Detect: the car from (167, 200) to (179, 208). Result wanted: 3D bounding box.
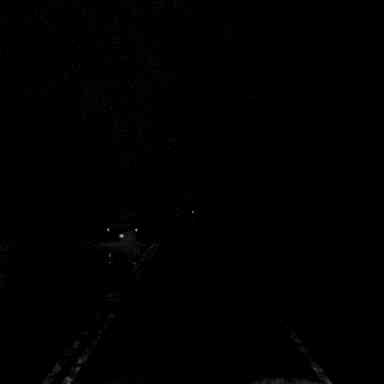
[{"bbox_3d":[-3.282,2.148,58.484,1.895,1.301,4.718,0,-1,1],"label":"car"}]

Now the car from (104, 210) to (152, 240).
[{"bbox_3d":[-3.346,1.730,18.495,2.033,1.411,5.357,0,-1,0],"label":"car"}]

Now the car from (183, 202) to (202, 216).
[{"bbox_3d":[0.111,1.862,37.389,1.837,1.490,4.892,0,-1,0],"label":"car"}]
